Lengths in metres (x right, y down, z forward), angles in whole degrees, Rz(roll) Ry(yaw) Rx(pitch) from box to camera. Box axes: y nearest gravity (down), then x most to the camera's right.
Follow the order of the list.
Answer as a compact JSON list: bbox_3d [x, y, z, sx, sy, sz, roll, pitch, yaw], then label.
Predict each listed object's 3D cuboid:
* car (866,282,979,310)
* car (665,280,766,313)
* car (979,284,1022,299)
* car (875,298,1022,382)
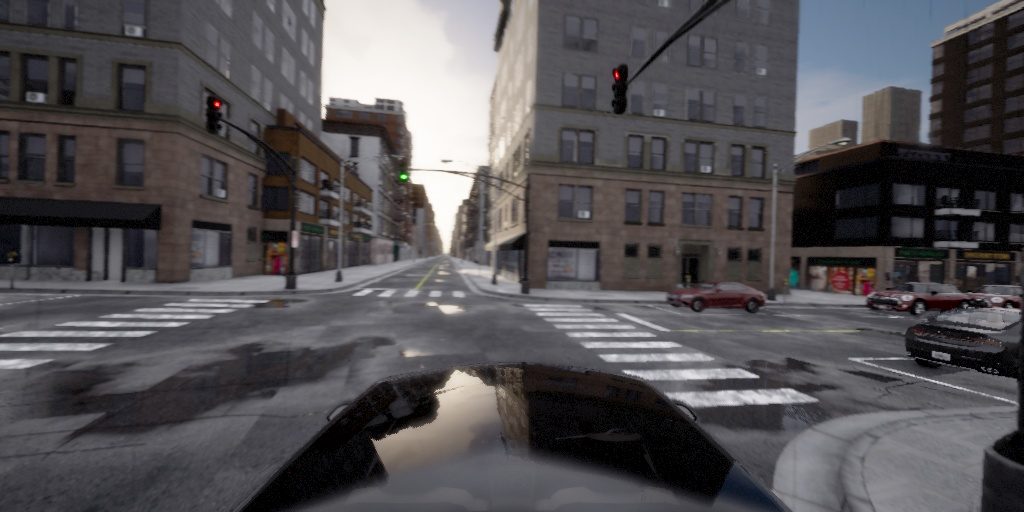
[{"bbox_3d":[19.717,2.000,17.534,4.097,1.591,1.967,0,0,-10],"label":"car"},{"bbox_3d":[8.832,1.705,15.623,4.207,1.307,1.802,0,0,-10],"label":"car"},{"bbox_3d":[25.161,2.219,18.490,4.097,1.591,1.967,0,0,-10],"label":"car"},{"bbox_3d":[10.329,1.756,7.230,4.403,1.370,2.007,0,0,-10],"label":"car"}]
